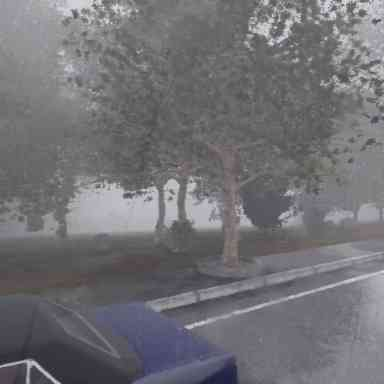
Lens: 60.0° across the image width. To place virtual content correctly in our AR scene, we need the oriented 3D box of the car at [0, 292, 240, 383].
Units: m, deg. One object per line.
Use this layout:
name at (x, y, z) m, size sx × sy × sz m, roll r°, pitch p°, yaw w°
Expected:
car at (-2.000, 1.603, 2.258) m, size 4.718 × 1.301 × 1.895 m, roll 0°, pitch 0°, yaw -36°
